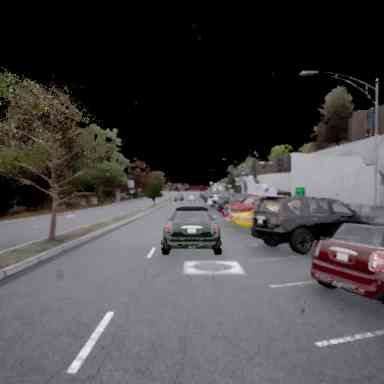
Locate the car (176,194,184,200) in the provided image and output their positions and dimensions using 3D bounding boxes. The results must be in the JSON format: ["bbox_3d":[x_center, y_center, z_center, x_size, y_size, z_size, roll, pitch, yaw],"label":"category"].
[{"bbox_3d":[-3.035,1.355,86.277,1.994,1.385,4.181,0,1,0],"label":"car"}]

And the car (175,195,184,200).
[{"bbox_3d":[-3.031,1.496,76.240,1.812,1.442,4.674,0,1,0],"label":"car"}]

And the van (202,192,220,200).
[{"bbox_3d":[5.145,1.091,91.533,4.442,1.987,1.878,1,0,-20],"label":"van"}]

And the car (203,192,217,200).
[{"bbox_3d":[5.079,1.393,49.506,5.566,2.045,2.435,1,0,-20],"label":"car"}]

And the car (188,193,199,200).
[{"bbox_3d":[-0.031,1.503,75.044,1.812,1.442,4.674,0,1,0],"label":"car"}]

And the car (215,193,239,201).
[{"bbox_3d":[5.038,1.290,25.464,5.566,2.045,2.435,1,0,-20],"label":"car"}]

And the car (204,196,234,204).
[{"bbox_3d":[5.216,1.571,64.581,5.366,1.575,1.946,1,0,-20],"label":"car"}]

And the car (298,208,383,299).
[{"bbox_3d":[5.037,1.358,7.467,4.553,1.767,2.185,1,0,-20],"label":"car"}]

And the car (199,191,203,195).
[{"bbox_3d":[5.007,1.219,88.499,4.553,1.767,2.185,1,0,-20],"label":"car"}]

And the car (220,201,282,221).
[{"bbox_3d":[5.032,1.588,28.465,4.792,1.488,2.163,1,0,-20],"label":"car"}]

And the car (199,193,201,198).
[{"bbox_3d":[5.011,1.432,82.510,4.792,1.488,2.163,1,1,-20],"label":"car"}]

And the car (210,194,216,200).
[{"bbox_3d":[5.086,1.503,40.494,4.553,1.767,2.185,1,0,-20],"label":"car"}]

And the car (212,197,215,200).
[{"bbox_3d":[5.057,1.654,37.482,4.674,1.452,2.002,1,0,-20],"label":"car"}]

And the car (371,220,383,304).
[{"bbox_3d":[5.101,1.359,4.481,4.553,1.767,2.185,1,0,-20],"label":"car"}]

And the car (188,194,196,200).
[{"bbox_3d":[-0.034,1.302,85.081,1.994,1.385,4.181,0,1,0],"label":"car"}]

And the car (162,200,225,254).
[{"bbox_3d":[-0.006,1.359,13.589,2.097,1.767,4.553,0,0,0],"label":"car"}]

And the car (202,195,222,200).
[{"bbox_3d":[5.031,1.413,85.528,4.674,1.452,2.002,1,0,-20],"label":"car"}]

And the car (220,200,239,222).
[{"bbox_3d":[4.886,1.520,22.410,5.366,1.575,1.946,1,0,-20],"label":"car"}]

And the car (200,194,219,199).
[{"bbox_3d":[5.026,1.288,94.474,4.892,1.521,2.231,1,0,-20],"label":"car"}]

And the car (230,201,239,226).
[{"bbox_3d":[5.235,1.513,19.544,5.366,1.575,1.946,1,-1,-20],"label":"car"}]

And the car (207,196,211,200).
[{"bbox_3d":[5.077,1.673,46.507,4.792,1.488,2.163,1,0,-20],"label":"car"}]

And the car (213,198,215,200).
[{"bbox_3d":[5.049,1.597,34.482,5.008,1.535,2.097,1,-1,-20],"label":"car"}]

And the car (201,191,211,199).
[{"bbox_3d":[5.024,1.367,58.487,5.566,2.045,2.435,1,1,-20],"label":"car"}]

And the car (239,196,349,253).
[{"bbox_3d":[5.091,1.242,13.494,5.566,2.045,2.435,1,0,-20],"label":"car"}]
